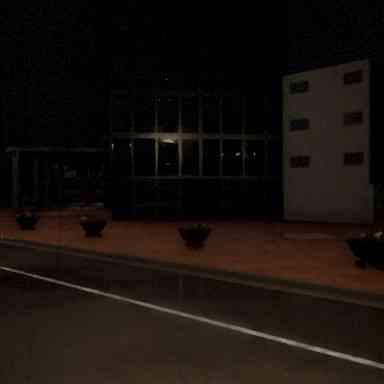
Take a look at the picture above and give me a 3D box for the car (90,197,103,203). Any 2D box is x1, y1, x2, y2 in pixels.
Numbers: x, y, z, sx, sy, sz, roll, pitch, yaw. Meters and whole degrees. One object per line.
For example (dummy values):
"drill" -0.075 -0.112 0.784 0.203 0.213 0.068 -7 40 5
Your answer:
"car" -22.155 1.866 77.687 1.882 1.535 5.008 0 0 34
